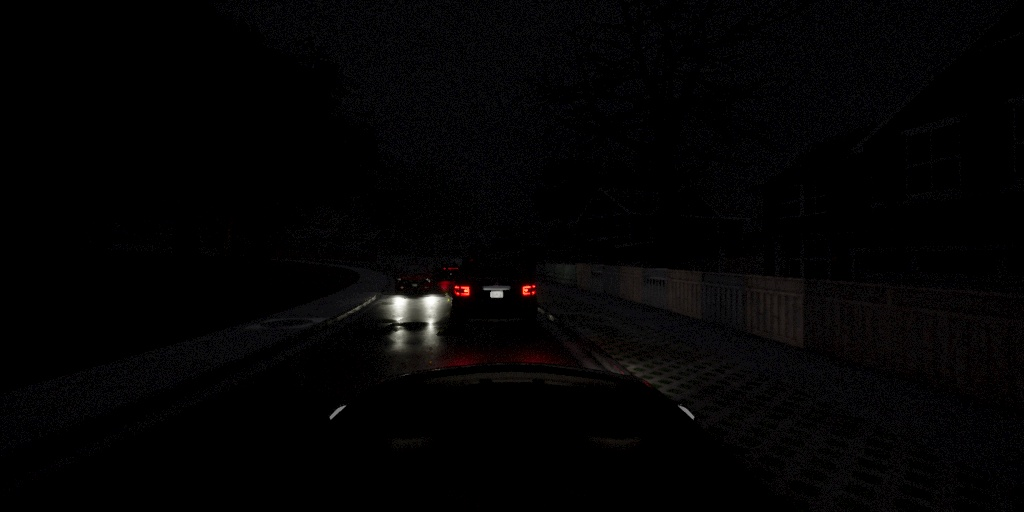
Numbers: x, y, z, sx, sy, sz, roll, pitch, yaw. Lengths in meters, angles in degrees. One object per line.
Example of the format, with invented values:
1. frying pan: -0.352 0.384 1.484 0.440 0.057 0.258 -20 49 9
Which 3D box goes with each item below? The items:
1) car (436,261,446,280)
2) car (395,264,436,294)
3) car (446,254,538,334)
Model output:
1. car: -5.498 1.169 29.957 2.128 1.511 4.902 0 0 -20
2. car: -5.581 1.196 20.603 1.882 1.535 5.008 0 0 -15
3. car: -0.658 0.972 10.867 2.150 2.045 5.566 0 0 -7
